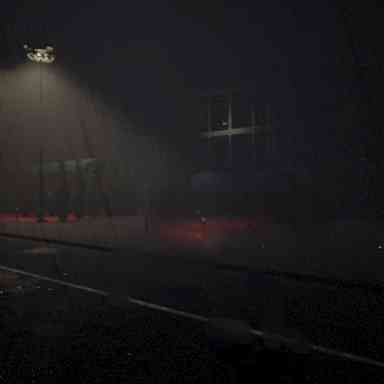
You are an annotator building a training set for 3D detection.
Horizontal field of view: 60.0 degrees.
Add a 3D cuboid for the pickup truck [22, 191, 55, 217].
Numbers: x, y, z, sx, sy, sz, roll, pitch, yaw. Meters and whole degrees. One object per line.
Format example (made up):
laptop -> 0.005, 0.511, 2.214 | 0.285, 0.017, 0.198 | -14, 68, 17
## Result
pickup truck -> -13.353, 0.979, 28.959 | 2.390, 2.098, 6.274 | 0, 0, -25
